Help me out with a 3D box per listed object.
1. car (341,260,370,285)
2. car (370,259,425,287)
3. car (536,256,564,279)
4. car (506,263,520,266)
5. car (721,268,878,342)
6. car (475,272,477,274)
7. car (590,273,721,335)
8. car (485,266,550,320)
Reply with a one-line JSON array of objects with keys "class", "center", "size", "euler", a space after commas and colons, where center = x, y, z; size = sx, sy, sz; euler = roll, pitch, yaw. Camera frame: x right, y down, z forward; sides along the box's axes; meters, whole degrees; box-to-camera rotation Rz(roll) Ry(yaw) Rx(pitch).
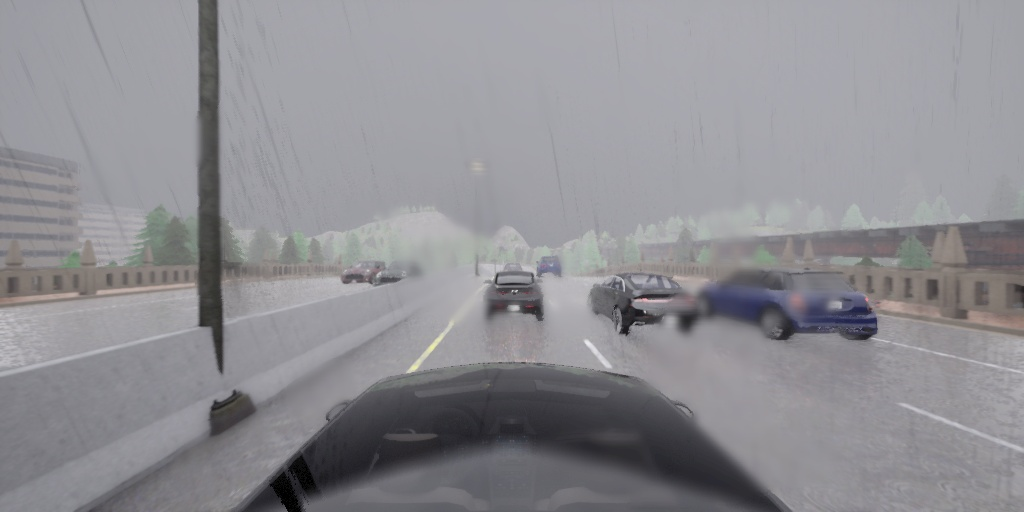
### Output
[{"class": "car", "center": [-10.606, 1.112, 26.317], "size": [2.097, 1.767, 4.553], "euler": [0, 0, 0]}, {"class": "car", "center": [-7.105, 1.111, 23.169], "size": [2.097, 1.767, 4.553], "euler": [0, 0, 0]}, {"class": "car", "center": [3.588, 1.075, 34.396], "size": [2.150, 2.045, 5.566], "euler": [0, -2, 0]}, {"class": "car", "center": [0.088, 1.384, 33.634], "size": [2.033, 1.411, 5.357], "euler": [0, -1, 0]}, {"class": "car", "center": [7.095, 1.106, 9.985], "size": [2.097, 1.767, 4.553], "euler": [0, 0, 0]}, {"class": "car", "center": [-7.054, 3.524, 64.209], "size": [2.097, 1.767, 4.553], "euler": [0, -6, 1]}, {"class": "car", "center": [3.596, 1.246, 10.540], "size": [2.128, 1.511, 4.902], "euler": [0, 0, 0]}, {"class": "car", "center": [0.096, 1.260, 12.639], "size": [1.837, 1.490, 4.892], "euler": [0, 0, 0]}]
